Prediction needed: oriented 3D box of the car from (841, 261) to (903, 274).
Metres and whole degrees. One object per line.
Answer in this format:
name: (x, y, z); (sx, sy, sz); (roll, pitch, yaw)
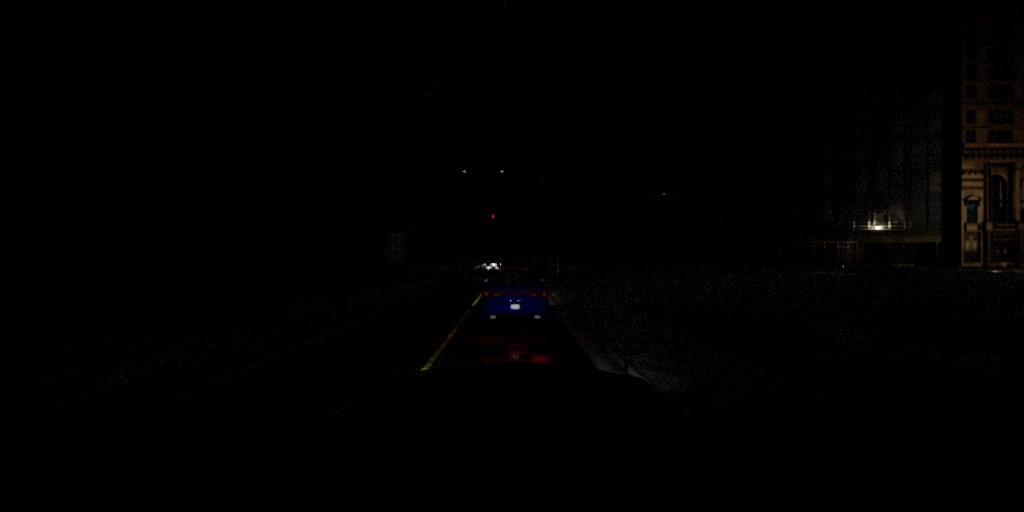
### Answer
car: (36.733, 1.148, 36.702); (4.718, 1.301, 1.895); (0, 0, 0)

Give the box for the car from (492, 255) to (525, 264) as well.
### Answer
car: (0.114, 0.992, 22.615); (2.097, 1.767, 4.553); (0, 0, 2)

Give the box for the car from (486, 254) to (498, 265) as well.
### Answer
car: (-3.162, 0.681, 61.773); (2.150, 2.045, 5.566); (0, 0, 0)

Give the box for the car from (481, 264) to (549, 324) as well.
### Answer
car: (0.082, 1.173, 11.745); (1.882, 1.535, 5.008); (0, 0, 0)
